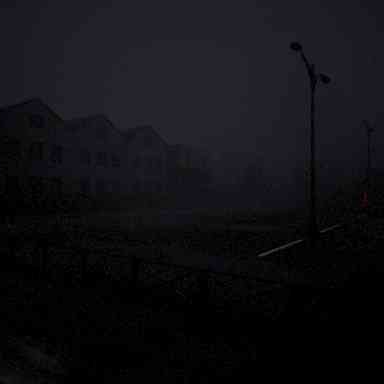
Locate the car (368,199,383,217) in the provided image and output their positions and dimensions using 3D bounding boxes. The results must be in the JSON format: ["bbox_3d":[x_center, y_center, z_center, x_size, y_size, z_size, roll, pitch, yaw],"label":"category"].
[{"bbox_3d":[15.481,1.298,26.779,2.007,1.523,4.514,0,0,35],"label":"car"}]
